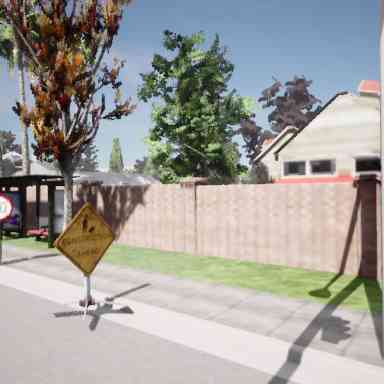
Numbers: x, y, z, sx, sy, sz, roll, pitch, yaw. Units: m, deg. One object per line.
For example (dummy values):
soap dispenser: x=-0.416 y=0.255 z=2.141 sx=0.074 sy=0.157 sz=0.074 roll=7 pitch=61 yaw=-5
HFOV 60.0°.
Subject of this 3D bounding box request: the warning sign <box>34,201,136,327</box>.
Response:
warning sign: x=-1.852 y=1.113 z=5.854 sx=1.060 sy=1.860 sz=1.300 roll=-1 pitch=0 yaw=35
